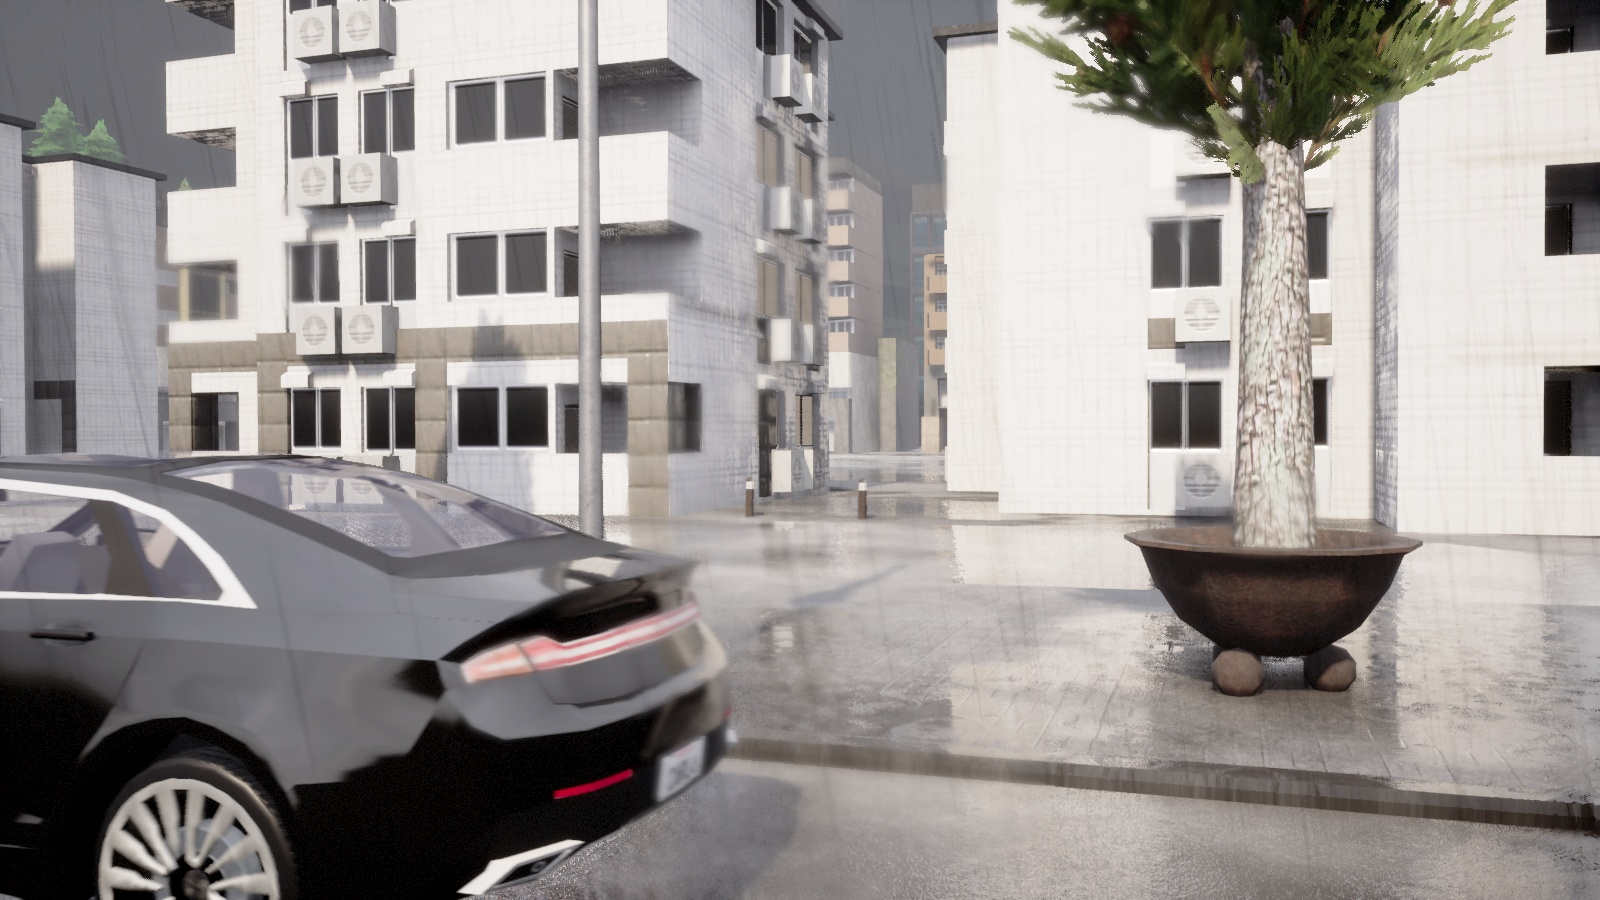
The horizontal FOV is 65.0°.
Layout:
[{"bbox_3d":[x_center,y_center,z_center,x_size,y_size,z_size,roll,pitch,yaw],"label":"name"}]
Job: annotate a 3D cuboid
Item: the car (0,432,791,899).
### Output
[{"bbox_3d":[-2.702,0.698,4.632,4.902,1.511,2.128,1,1,19],"label":"car"}]
